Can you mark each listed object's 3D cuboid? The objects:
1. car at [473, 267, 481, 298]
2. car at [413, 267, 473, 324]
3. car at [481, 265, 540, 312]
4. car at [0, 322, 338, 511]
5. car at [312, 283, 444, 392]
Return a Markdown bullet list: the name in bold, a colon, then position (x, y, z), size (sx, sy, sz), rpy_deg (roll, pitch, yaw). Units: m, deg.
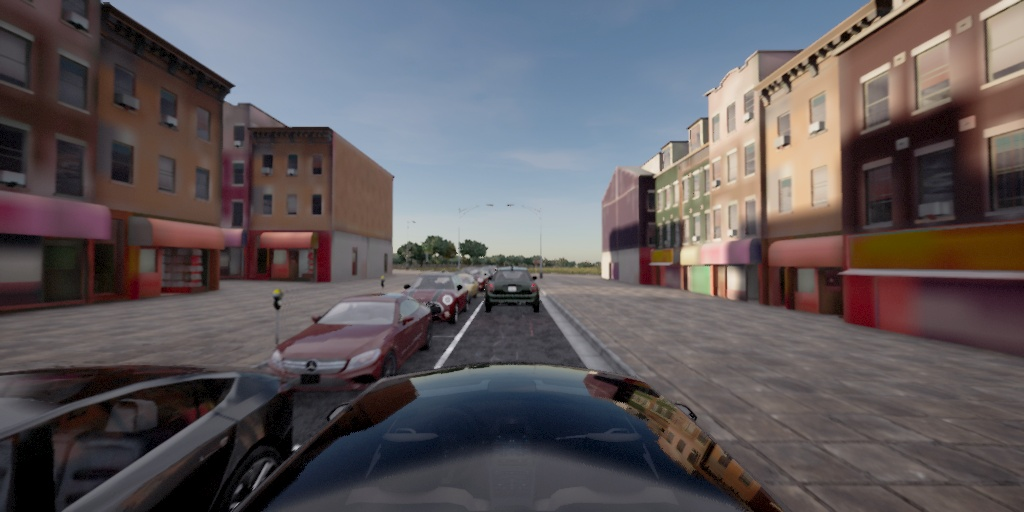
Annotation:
- **car**: position (-2.632, 1.469, 17.664), size (1.751, 1.417, 4.829), rpy_deg (0, 0, 0)
- **car**: position (-2.633, 1.312, 12.296), size (1.967, 1.591, 4.097), rpy_deg (0, 0, 0)
- **car**: position (0.026, 1.261, 15.304), size (2.097, 1.767, 4.553), rpy_deg (0, -1, 0)
- **car**: position (-2.637, 1.311, 1.219), size (1.948, 1.339, 4.313), rpy_deg (0, 0, 0)
- **car**: position (-2.635, 1.388, 6.758), size (1.802, 1.307, 4.207), rpy_deg (0, 0, 0)
